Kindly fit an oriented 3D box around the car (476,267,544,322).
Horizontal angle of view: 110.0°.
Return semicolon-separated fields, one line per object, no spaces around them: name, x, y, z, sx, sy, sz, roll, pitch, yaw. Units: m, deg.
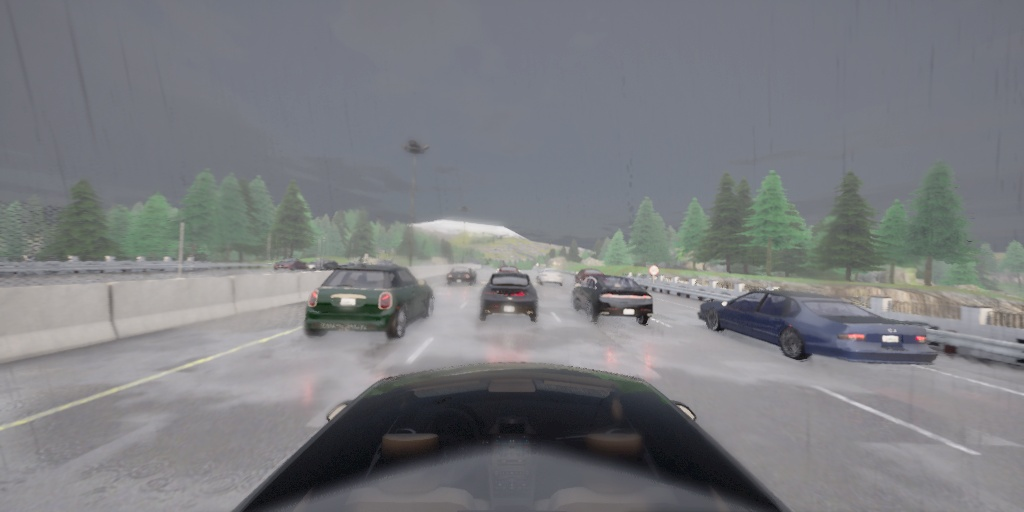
car;-0.100;1.329;12.865;1.837;1.490;4.892;2;-1;-1

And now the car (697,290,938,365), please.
car;6.937;1.589;9.117;2.033;1.411;5.357;2;0;-1

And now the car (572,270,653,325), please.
car;3.398;1.442;12.894;2.128;1.511;4.902;2;-1;-1

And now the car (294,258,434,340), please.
car;-3.559;1.024;9.859;2.097;1.767;4.553;2;0;-1

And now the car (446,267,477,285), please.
car;-3.776;1.515;27.689;1.895;1.301;4.718;2;-1;-1

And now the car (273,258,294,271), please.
car;-25.018;0.964;40.695;1.994;1.385;4.181;2;-1;-1

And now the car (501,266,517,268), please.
car;-0.313;1.575;31.020;1.882;1.535;5.008;2;-1;-1

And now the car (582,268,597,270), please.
car;6.694;1.826;31.122;1.882;1.535;5.008;2;-1;0

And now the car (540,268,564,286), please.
car;3.189;1.739;30.553;1.812;1.442;4.674;2;-1;-1
